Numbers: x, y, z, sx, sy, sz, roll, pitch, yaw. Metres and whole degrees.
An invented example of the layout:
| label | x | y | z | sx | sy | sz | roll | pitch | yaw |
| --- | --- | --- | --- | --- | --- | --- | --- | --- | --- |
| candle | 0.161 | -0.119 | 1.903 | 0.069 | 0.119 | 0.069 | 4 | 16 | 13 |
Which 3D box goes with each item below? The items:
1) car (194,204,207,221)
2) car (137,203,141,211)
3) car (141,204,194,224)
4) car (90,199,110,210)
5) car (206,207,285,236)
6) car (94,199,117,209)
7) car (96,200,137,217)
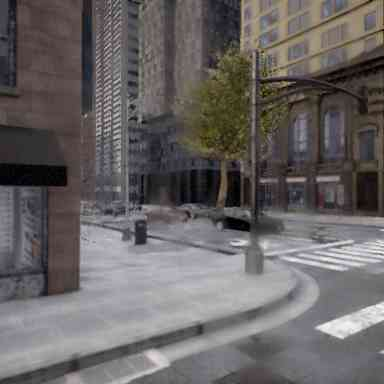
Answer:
| label | x | y | z | sx | sy | sz | roll | pitch | yaw |
| --- | --- | --- | --- | --- | --- | --- | --- | --- | --- |
| car | -0.099 | 1.816 | 30.915 | 2.128 | 1.511 | 4.902 | 0 | -1 | -36 |
| car | -8.971 | 2.003 | 48.714 | 1.994 | 1.385 | 4.181 | 0 | 0 | -35 |
| car | -2.155 | 1.826 | 27.868 | 1.812 | 1.442 | 4.674 | 0 | -1 | -36 |
| car | -13.370 | 1.983 | 49.287 | 2.033 | 1.411 | 5.357 | 0 | 0 | -36 |
| car | 3.333 | 1.713 | 20.245 | 1.882 | 1.535 | 5.008 | 0 | -1 | -36 |
| car | -14.865 | 1.967 | 56.803 | 2.128 | 1.511 | 4.902 | 0 | 0 | -36 |
| car | -8.346 | 1.908 | 36.479 | 2.033 | 1.411 | 5.357 | 0 | 0 | -35 |
